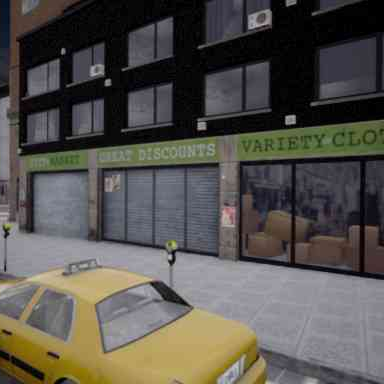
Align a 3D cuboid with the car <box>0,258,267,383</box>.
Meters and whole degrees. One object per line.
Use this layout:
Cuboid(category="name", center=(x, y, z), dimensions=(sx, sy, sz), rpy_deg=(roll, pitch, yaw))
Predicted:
Cuboid(category="car", center=(-1.541, 1.526, 4.191), dimensions=(4.829, 1.417, 1.752), rpy_deg=(0, 1, 36))
